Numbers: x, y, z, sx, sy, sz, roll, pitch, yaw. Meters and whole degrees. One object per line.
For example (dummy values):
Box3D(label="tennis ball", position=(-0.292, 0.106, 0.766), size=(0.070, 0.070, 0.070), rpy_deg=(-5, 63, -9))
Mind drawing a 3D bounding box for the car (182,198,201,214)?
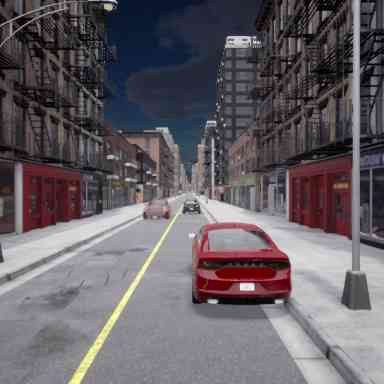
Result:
Box3D(label="car", position=(-0.035, 1.545, 35.655), size=(1.812, 1.442, 4.674), rpy_deg=(0, 0, 0))

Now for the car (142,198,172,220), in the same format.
Box3D(label="car", position=(-2.831, 1.362, 27.770), size=(2.097, 1.767, 4.553), rpy_deg=(0, 0, 0))

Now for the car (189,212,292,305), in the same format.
Box3D(label="car", position=(0.939, 1.478, 8.189), size=(1.882, 1.535, 5.008), rpy_deg=(0, 0, 0))

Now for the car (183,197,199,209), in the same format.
Box3D(label="car", position=(-0.121, 1.525, 45.825), size=(2.128, 1.511, 4.902), rpy_deg=(0, 0, 0))
